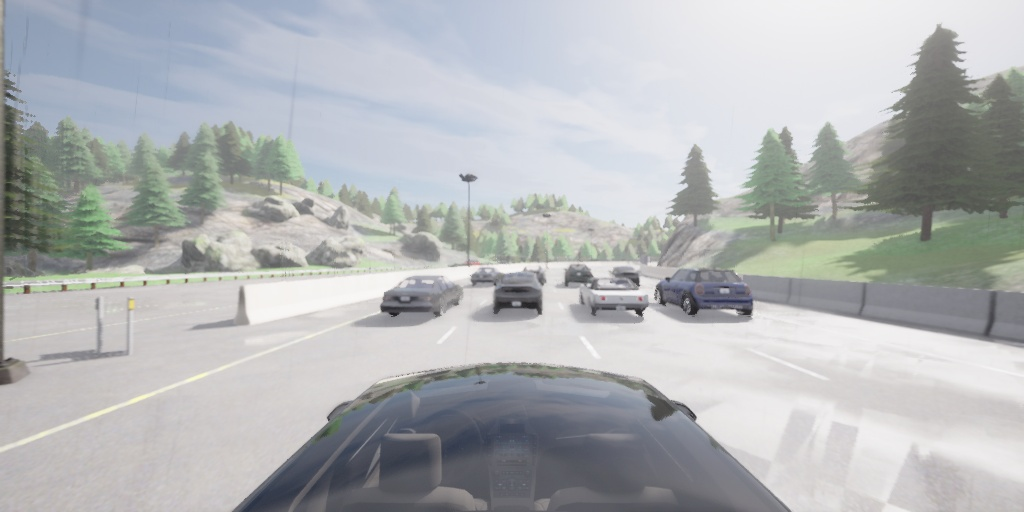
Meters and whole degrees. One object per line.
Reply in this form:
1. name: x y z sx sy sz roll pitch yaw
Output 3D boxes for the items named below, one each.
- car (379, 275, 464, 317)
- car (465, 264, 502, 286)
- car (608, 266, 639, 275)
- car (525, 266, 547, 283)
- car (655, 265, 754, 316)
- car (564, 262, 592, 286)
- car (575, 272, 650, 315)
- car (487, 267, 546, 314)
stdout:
1. car: -3.237 1.424 13.856 2.033 1.411 5.357 0 -1 3
2. car: -1.874 1.574 28.378 2.033 1.411 5.357 0 -1 8
3. car: 8.698 1.530 28.014 1.837 1.490 4.892 0 0 9
4. car: 1.753 1.525 28.898 2.128 1.511 4.902 0 0 9
5. car: 7.325 1.231 14.205 2.097 1.767 4.553 0 -1 4
6. car: 5.217 1.378 28.383 2.097 1.767 4.553 0 -1 8
7. car: 3.809 1.481 14.206 1.895 1.301 4.718 0 -1 4
8. car: 0.336 1.391 14.636 1.837 1.490 4.892 0 0 4
